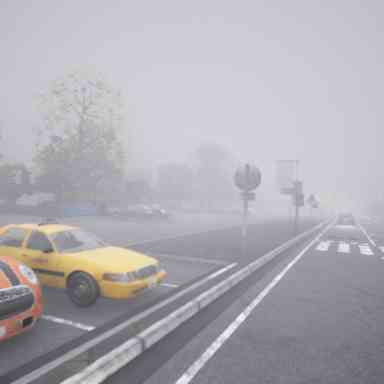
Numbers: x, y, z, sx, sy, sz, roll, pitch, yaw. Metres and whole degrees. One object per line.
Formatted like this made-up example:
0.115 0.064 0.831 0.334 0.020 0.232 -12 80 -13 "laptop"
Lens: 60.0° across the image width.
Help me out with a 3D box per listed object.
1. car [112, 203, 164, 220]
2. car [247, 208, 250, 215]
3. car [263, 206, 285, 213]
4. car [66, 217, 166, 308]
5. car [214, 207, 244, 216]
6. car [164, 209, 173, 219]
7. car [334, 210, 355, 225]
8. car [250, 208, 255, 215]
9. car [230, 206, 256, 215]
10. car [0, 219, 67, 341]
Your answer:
-5.594 1.981 32.590 4.674 1.452 2.002 2 -2 25 "car"
7.412 3.384 60.454 4.892 1.521 2.231 2 -2 25 "car"
22.197 5.027 92.033 5.008 1.535 2.097 2 -2 25 "car"
-3.226 1.450 7.928 5.366 1.575 1.946 2 -1 25 "car"
6.020 3.269 57.490 4.674 1.452 2.002 2 -2 25 "car"
-4.310 1.960 35.494 4.553 1.767 2.185 2 -2 25 "car"
20.267 3.515 43.814 2.128 1.511 4.902 2 -2 25 "car"
8.788 3.536 63.420 5.008 1.535 2.097 2 -2 25 "car"
10.127 3.724 66.264 4.674 1.452 2.002 2 -2 25 "car"
-4.632 1.235 5.369 4.553 1.767 2.185 2 -1 25 "car"
